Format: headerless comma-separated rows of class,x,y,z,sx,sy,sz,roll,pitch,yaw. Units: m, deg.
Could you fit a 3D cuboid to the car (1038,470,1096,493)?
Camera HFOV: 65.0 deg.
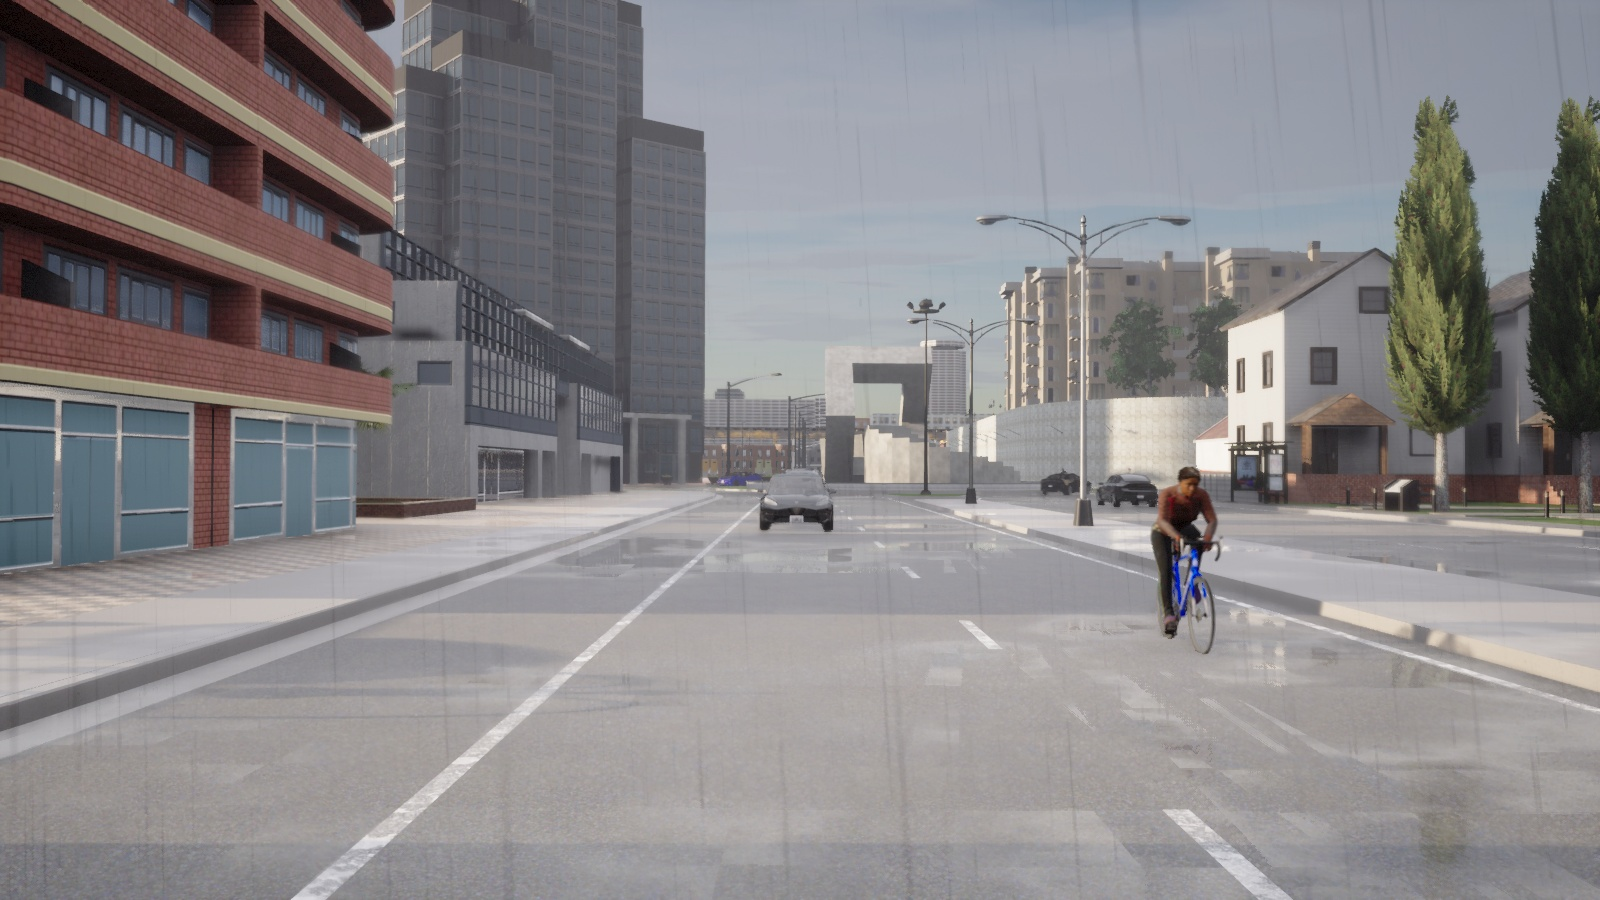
car,18.421,2.167,86.455,1.882,1.535,5.008,-1,-1,38

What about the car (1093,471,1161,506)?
car,14.867,1.721,57.339,1.837,1.490,4.892,0,-1,0

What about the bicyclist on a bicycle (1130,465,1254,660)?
bicyclist on a bicycle,3.474,0.942,11.254,0.582,1.620,1.656,0,-1,0

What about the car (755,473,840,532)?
car,-0.080,1.391,34.407,2.163,1.488,4.792,0,-1,0

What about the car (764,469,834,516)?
car,0.021,1.515,45.965,2.033,1.649,4.856,-1,-1,6
